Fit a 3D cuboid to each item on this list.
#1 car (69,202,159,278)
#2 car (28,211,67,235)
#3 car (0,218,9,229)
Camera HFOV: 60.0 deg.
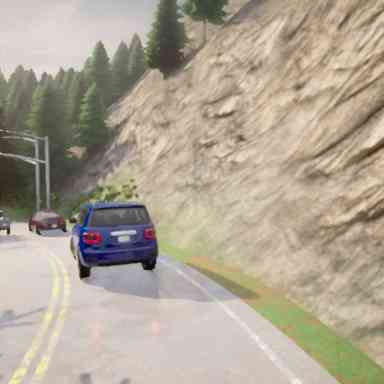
[{"bbox_3d":[-2.757,1.375,11.040,2.150,2.045,5.566,-2,-1,-22],"label":"car"},{"bbox_3d":[-9.852,1.998,22.573,1.812,1.442,4.674,-2,0,-34],"label":"car"},{"bbox_3d":[-12.292,1.822,20.374,1.895,1.301,4.718,-2,0,-34],"label":"car"}]
